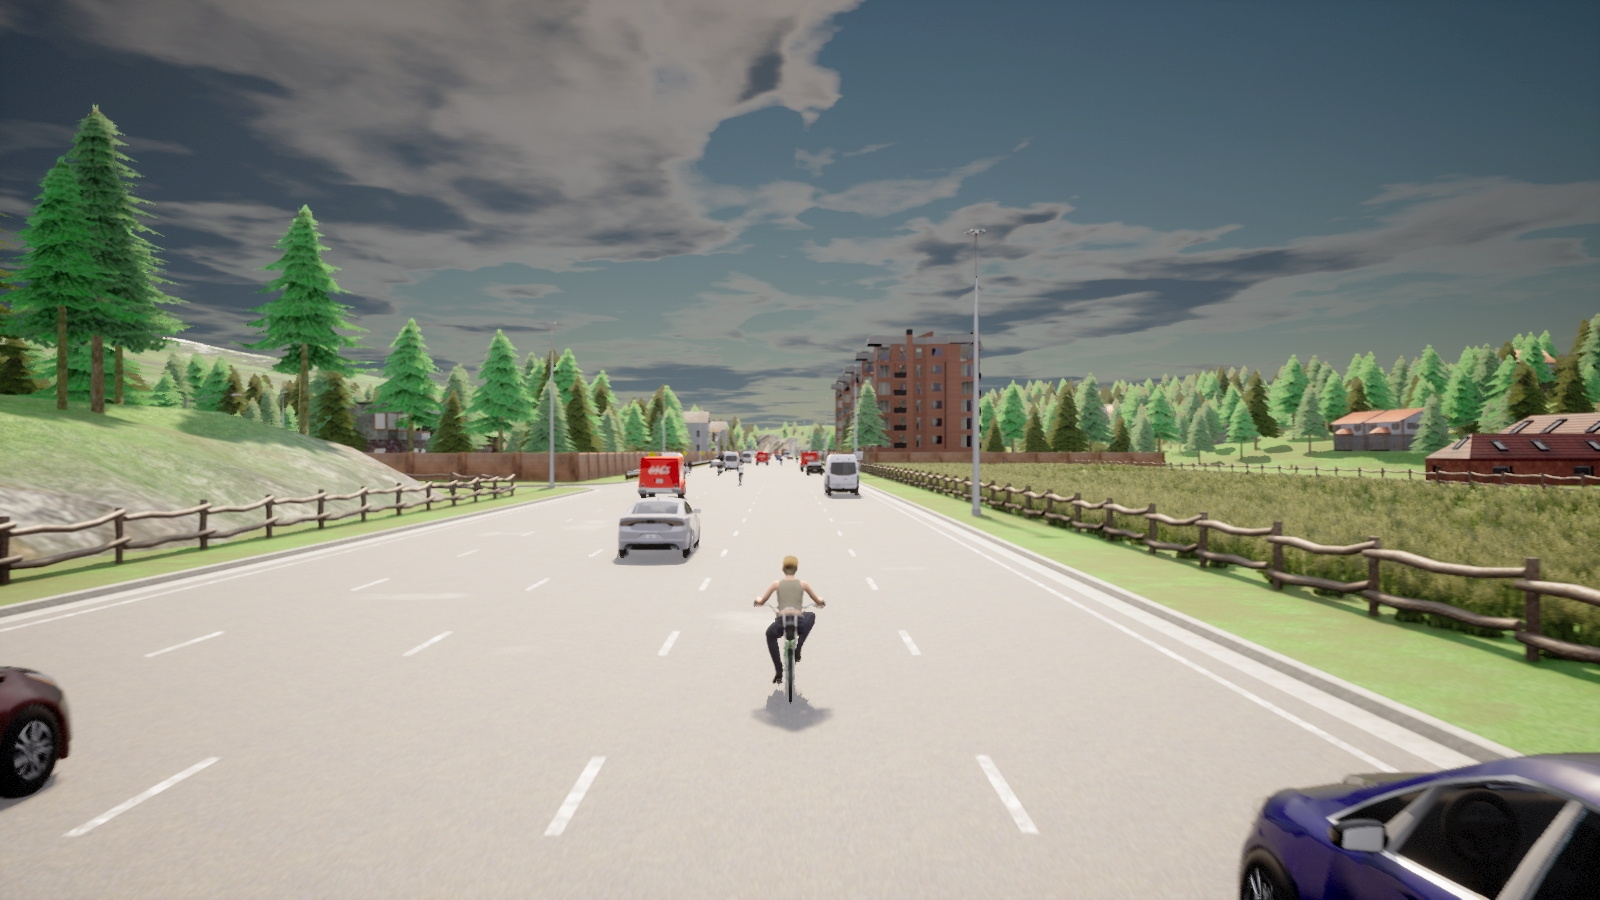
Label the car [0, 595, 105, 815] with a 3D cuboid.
[{"bbox_3d":[-7.144,2.044,7.841,2.007,1.525,4.514,0,0,0],"label":"car"}]

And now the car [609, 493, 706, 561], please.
[{"bbox_3d":[-3.824,2.047,31.540,2.097,1.535,5.006,0,0,-1],"label":"car"}]

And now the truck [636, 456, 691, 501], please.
[{"bbox_3d":[-7.794,1.596,65.625,2.627,2.467,5.204,0,0,-1],"label":"truck"}]

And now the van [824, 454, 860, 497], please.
[{"bbox_3d":[2.596,1.563,72.553,1.988,2.561,5.915,0,0,-1],"label":"van"}]

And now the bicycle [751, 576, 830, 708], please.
[{"bbox_3d":[-0.115,2.163,13.136,0.859,1.276,1.487,0,0,-1],"label":"bicycle"}]

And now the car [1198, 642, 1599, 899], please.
[{"bbox_3d":[3.501,1.970,4.455,2.242,1.667,4.611,0,0,-1],"label":"car"}]
